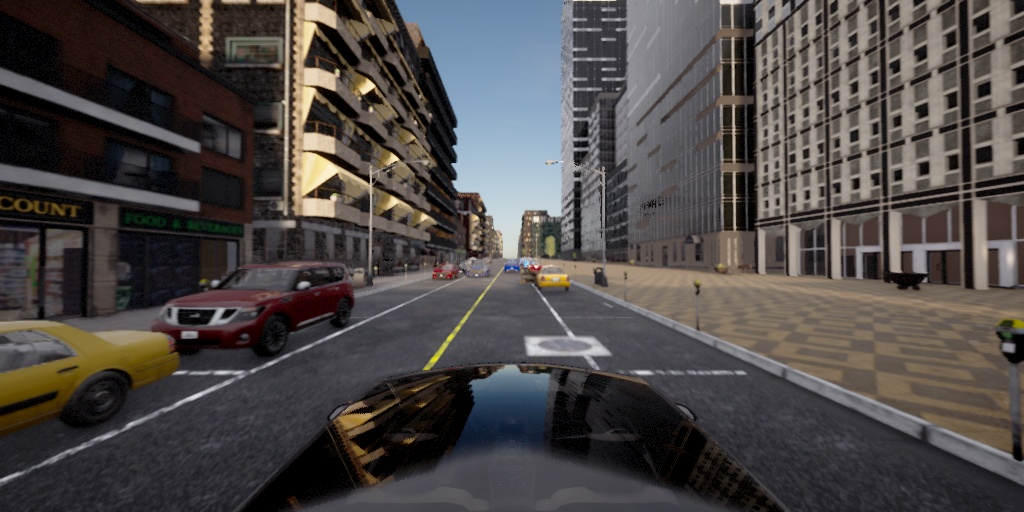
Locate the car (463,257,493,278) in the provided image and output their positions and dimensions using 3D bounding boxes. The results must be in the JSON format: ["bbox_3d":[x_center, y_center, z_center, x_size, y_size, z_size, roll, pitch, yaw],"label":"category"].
[{"bbox_3d":[-3.099,1.133,33.851,2.097,1.767,4.553,0,0,0],"label":"car"}]

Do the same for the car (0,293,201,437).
[{"bbox_3d":[-5.691,1.277,3.094,1.751,1.417,4.829,0,0,0],"label":"car"}]

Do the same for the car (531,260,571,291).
[{"bbox_3d":[2.345,1.226,21.848,1.801,1.575,5.366,0,0,0],"label":"car"}]

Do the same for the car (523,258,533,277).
[{"bbox_3d":[2.681,1.230,42.252,1.967,1.591,4.097,0,0,0],"label":"car"}]

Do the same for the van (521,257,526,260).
[{"bbox_3d":[2.677,1.150,58.962,1.690,1.789,3.998,0,0,0],"label":"van"}]

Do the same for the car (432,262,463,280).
[{"bbox_3d":[-5.698,1.323,31.112,1.888,1.381,4.507,0,0,0],"label":"car"}]

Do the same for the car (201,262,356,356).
[{"bbox_3d":[-5.692,1.071,8.834,2.192,1.841,5.009,0,0,0],"label":"car"}]

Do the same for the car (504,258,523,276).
[{"bbox_3d":[0.025,1.270,44.144,1.882,1.535,5.008,0,0,0],"label":"car"}]
